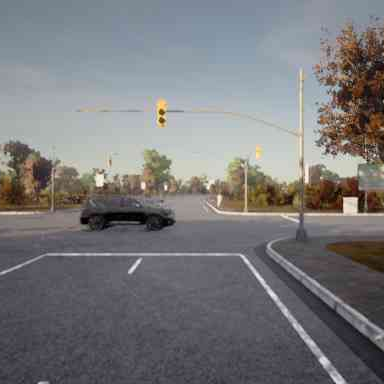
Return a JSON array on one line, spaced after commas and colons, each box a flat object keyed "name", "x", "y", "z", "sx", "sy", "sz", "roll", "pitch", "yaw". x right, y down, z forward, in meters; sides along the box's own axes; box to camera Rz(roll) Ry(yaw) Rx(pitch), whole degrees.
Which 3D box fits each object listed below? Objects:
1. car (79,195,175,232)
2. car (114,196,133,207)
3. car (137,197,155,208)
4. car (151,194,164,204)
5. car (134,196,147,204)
[{"name": "car", "x": -3.790, "y": 1.245, "z": 19.727, "sx": 5.566, "sy": 2.045, "sz": 2.150, "roll": 0, "pitch": 0, "yaw": 3}, {"name": "car", "x": -10.470, "y": 1.475, "z": 51.127, "sx": 1.882, "sy": 1.535, "sz": 5.008, "roll": 0, "pitch": 0, "yaw": 0}, {"name": "car", "x": -6.974, "y": 1.545, "z": 50.783, "sx": 2.033, "sy": 1.411, "sz": 5.357, "roll": 0, "pitch": 0, "yaw": 0}, {"name": "car", "x": -6.870, "y": 1.349, "z": 66.729, "sx": 2.097, "sy": 1.767, "sz": 4.553, "roll": 0, "pitch": 0, "yaw": 1}, {"name": "car", "x": -10.361, "y": 1.500, "z": 66.899, "sx": 1.837, "sy": 1.490, "sz": 4.892, "roll": 0, "pitch": 0, "yaw": 0}]
